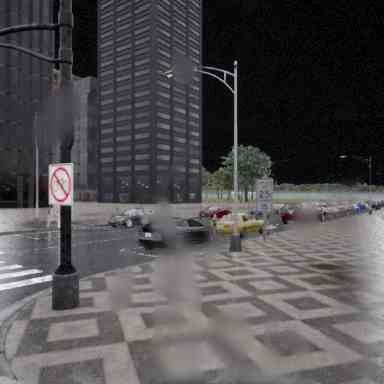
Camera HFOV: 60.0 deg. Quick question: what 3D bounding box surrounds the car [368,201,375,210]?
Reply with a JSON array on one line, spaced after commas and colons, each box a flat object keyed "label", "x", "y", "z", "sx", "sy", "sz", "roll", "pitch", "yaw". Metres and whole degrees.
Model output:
[{"label": "car", "x": 28.990, "y": 2.591, "z": 56.194, "sx": 2.008, "sy": 1.369, "sz": 4.403, "roll": -1, "pitch": -2, "yaw": 36}]

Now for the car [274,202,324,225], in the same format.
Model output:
[{"label": "car", "x": 9.317, "y": 1.791, "z": 28.637, "sx": 2.192, "sy": 1.841, "sz": 5.009, "roll": -1, "pitch": -2, "yaw": 36}]

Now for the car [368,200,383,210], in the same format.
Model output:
[{"label": "car", "x": 35.547, "y": 2.538, "z": 65.388, "sx": 2.192, "sy": 1.841, "sz": 5.009, "roll": -1, "pitch": -2, "yaw": 36}]

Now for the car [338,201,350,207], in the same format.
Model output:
[{"label": "car", "x": 38.446, "y": 3.036, "z": 84.118, "sx": 2.008, "sy": 1.369, "sz": 4.403, "roll": -1, "pitch": -1, "yaw": 36}]

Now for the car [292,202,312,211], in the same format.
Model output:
[{"label": "car", "x": 18.775, "y": 2.493, "z": 56.557, "sx": 2.008, "sy": 1.369, "sz": 4.403, "roll": -1, "pitch": -2, "yaw": 36}]

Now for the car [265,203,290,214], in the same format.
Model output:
[{"label": "car", "x": 12.217, "y": 2.304, "z": 47.369, "sx": 2.008, "sy": 1.369, "sz": 4.403, "roll": -1, "pitch": -2, "yaw": 36}]

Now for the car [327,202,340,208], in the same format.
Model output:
[{"label": "car", "x": 31.889, "y": 2.889, "z": 74.931, "sx": 1.802, "sy": 1.307, "sz": 4.206, "roll": -1, "pitch": -2, "yaw": 36}]

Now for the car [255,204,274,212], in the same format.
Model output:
[{"label": "car", "x": 8.939, "y": 2.208, "z": 42.776, "sx": 2.008, "sy": 1.369, "sz": 4.403, "roll": -1, "pitch": -2, "yaw": 36}]

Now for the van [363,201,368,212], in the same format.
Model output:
[{"label": "van", "x": 25.710, "y": 2.288, "z": 51.605, "sx": 1.690, "sy": 1.788, "sz": 3.998, "roll": -1, "pitch": -2, "yaw": 36}]

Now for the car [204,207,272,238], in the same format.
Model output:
[{"label": "car", "x": 2.859, "y": 1.823, "z": 19.582, "sx": 1.752, "sy": 1.417, "sz": 4.829, "roll": -1, "pitch": -2, "yaw": 36}]

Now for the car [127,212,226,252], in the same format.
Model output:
[{"label": "car", "x": -0.517, "y": 1.774, "z": 14.850, "sx": 1.947, "sy": 1.339, "sz": 4.313, "roll": -1, "pitch": -2, "yaw": 36}]

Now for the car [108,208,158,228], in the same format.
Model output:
[{"label": "car", "x": -4.173, "y": 1.840, "z": 24.402, "sx": 2.008, "sy": 1.369, "sz": 4.403, "roll": -1, "pitch": -1, "yaw": 36}]

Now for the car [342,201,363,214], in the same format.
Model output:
[{"label": "car", "x": 22.431, "y": 2.294, "z": 47.009, "sx": 1.967, "sy": 1.590, "sz": 4.097, "roll": -1, "pitch": -2, "yaw": 36}]

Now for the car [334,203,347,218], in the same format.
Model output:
[{"label": "car", "x": 15.879, "y": 2.245, "z": 37.823, "sx": 1.802, "sy": 1.307, "sz": 4.206, "roll": -1, "pitch": -2, "yaw": 36}]

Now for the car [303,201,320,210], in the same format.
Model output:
[{"label": "car", "x": 22.053, "y": 2.475, "z": 61.153, "sx": 1.967, "sy": 1.590, "sz": 4.097, "roll": -1, "pitch": -2, "yaw": 36}]

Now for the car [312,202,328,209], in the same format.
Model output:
[{"label": "car", "x": 25.332, "y": 2.671, "z": 65.744, "sx": 1.887, "sy": 1.381, "sz": 4.507, "roll": -1, "pitch": -2, "yaw": 36}]

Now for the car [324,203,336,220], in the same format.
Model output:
[{"label": "car", "x": 12.596, "y": 2.113, "z": 33.225, "sx": 1.887, "sy": 1.381, "sz": 4.507, "roll": -1, "pitch": -2, "yaw": 36}]

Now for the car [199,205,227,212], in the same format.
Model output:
[{"label": "car", "x": 2.383, "y": 2.015, "z": 33.590, "sx": 1.887, "sy": 1.381, "sz": 4.507, "roll": -1, "pitch": -2, "yaw": 36}]

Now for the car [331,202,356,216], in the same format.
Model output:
[{"label": "car", "x": 19.153, "y": 2.303, "z": 42.413, "sx": 1.887, "sy": 1.381, "sz": 4.507, "roll": -1, "pitch": -2, "yaw": 36}]
